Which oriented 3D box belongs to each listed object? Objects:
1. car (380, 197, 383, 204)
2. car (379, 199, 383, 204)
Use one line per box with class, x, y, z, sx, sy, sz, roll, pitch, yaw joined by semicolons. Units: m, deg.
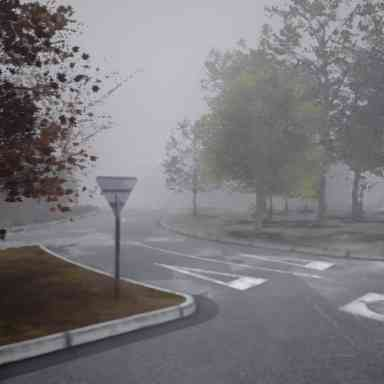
car;43.793;1.864;72.269;5.008;1.535;2.097;0;0;39
car;42.075;1.741;70.105;4.553;1.767;2.185;0;0;39
